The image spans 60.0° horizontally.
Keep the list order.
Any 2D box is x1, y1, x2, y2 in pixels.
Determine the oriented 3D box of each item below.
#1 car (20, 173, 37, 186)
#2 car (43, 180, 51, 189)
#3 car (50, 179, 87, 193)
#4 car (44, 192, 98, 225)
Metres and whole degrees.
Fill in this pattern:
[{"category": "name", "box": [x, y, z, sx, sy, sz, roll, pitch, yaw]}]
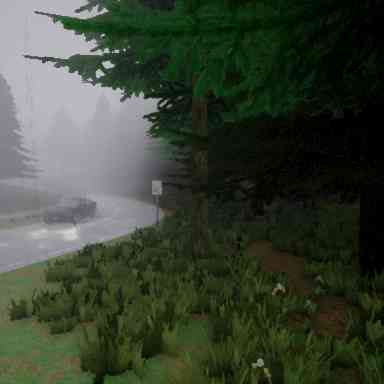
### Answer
[{"category": "car", "box": [-25.775, -2.127, 52.419, 2.150, 2.045, 5.566, 0, 5, -30]}, {"category": "car", "box": [-18.443, -0.951, 45.363, 4.892, 1.490, 1.837, 6, 4, 38]}, {"category": "car", "box": [-13.691, -0.242, 37.588, 4.892, 1.490, 1.837, 7, 4, 41]}, {"category": "car", "box": [-7.680, 1.098, 21.515, 1.882, 1.535, 5.008, 0, 3, 3]}]
